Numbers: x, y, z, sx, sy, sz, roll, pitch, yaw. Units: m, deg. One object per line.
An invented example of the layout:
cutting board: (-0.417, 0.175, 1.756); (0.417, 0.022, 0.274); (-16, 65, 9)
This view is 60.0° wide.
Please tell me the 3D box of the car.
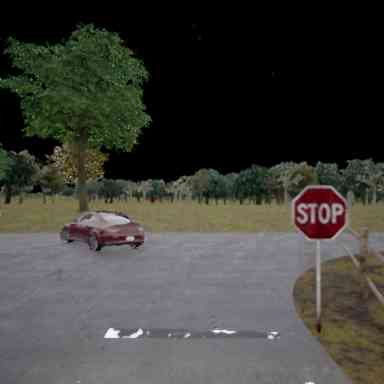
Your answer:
car: (-3.730, 1.511, 13.665); (1.812, 1.442, 4.674); (3, -2, -41)
